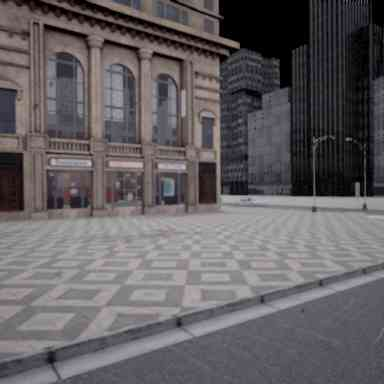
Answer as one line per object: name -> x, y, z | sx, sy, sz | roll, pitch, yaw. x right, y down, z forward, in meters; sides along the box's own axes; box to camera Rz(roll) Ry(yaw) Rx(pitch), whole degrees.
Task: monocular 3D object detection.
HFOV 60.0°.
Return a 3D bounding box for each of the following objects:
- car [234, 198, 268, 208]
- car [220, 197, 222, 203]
car -> 7.786, 1.433, 44.200 | 1.895, 1.301, 4.718 | -1, 1, -34
car -> 3.058, 1.236, 56.792 | 1.882, 1.535, 5.008 | -1, 1, -34
